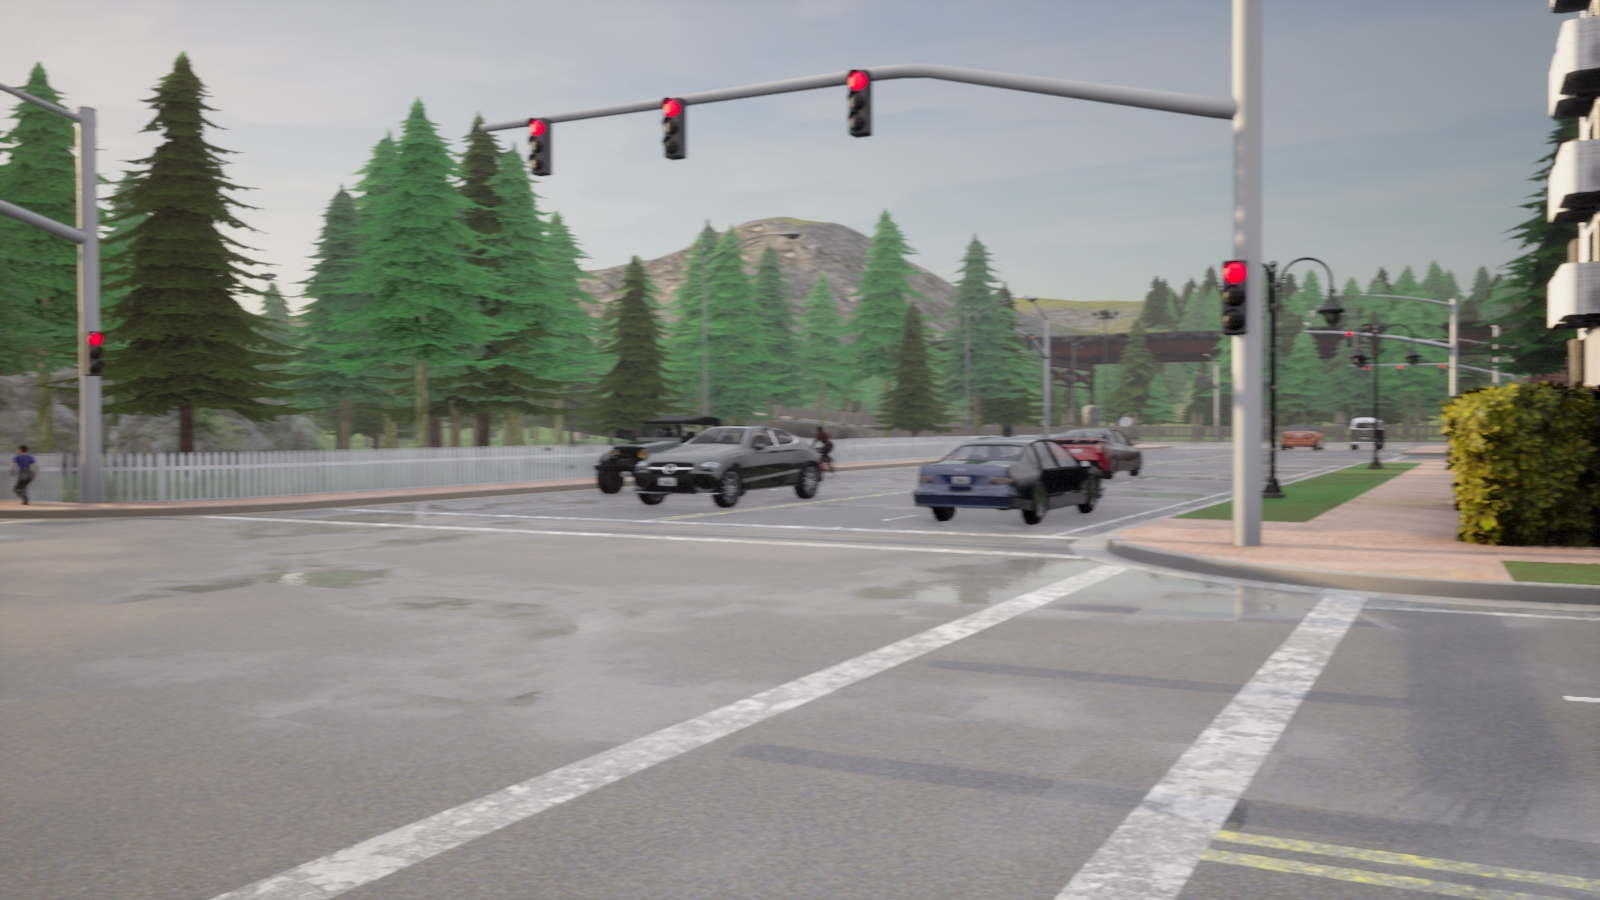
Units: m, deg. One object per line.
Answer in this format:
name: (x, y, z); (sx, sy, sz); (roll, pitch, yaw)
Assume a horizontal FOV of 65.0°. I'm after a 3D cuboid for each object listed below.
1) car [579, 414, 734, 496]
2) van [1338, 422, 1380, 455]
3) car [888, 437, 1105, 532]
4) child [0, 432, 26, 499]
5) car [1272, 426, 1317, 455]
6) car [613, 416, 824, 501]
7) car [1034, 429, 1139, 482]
car: (-3.458, 0.067, 30.892); (1.905, 1.878, 3.866); (1, 1, 29)
van: (35.555, -0.744, 79.837); (2.069, 2.038, 4.480); (1, 1, 29)
car: (3.595, 0.498, 21.949); (2.033, 1.411, 5.357); (1, 1, 29)
child: (-15.067, 0.295, 24.006); (0.437, 1.263, 0.270); (1, 1, 27)
car: (31.228, -0.612, 79.243); (2.097, 1.767, 4.553); (1, 1, 29)
car: (-1.607, 0.124, 27.002); (2.152, 1.651, 5.027); (1, 1, 29)
car: (8.925, 0.117, 38.843); (2.007, 1.525, 4.514); (1, 1, 29)
